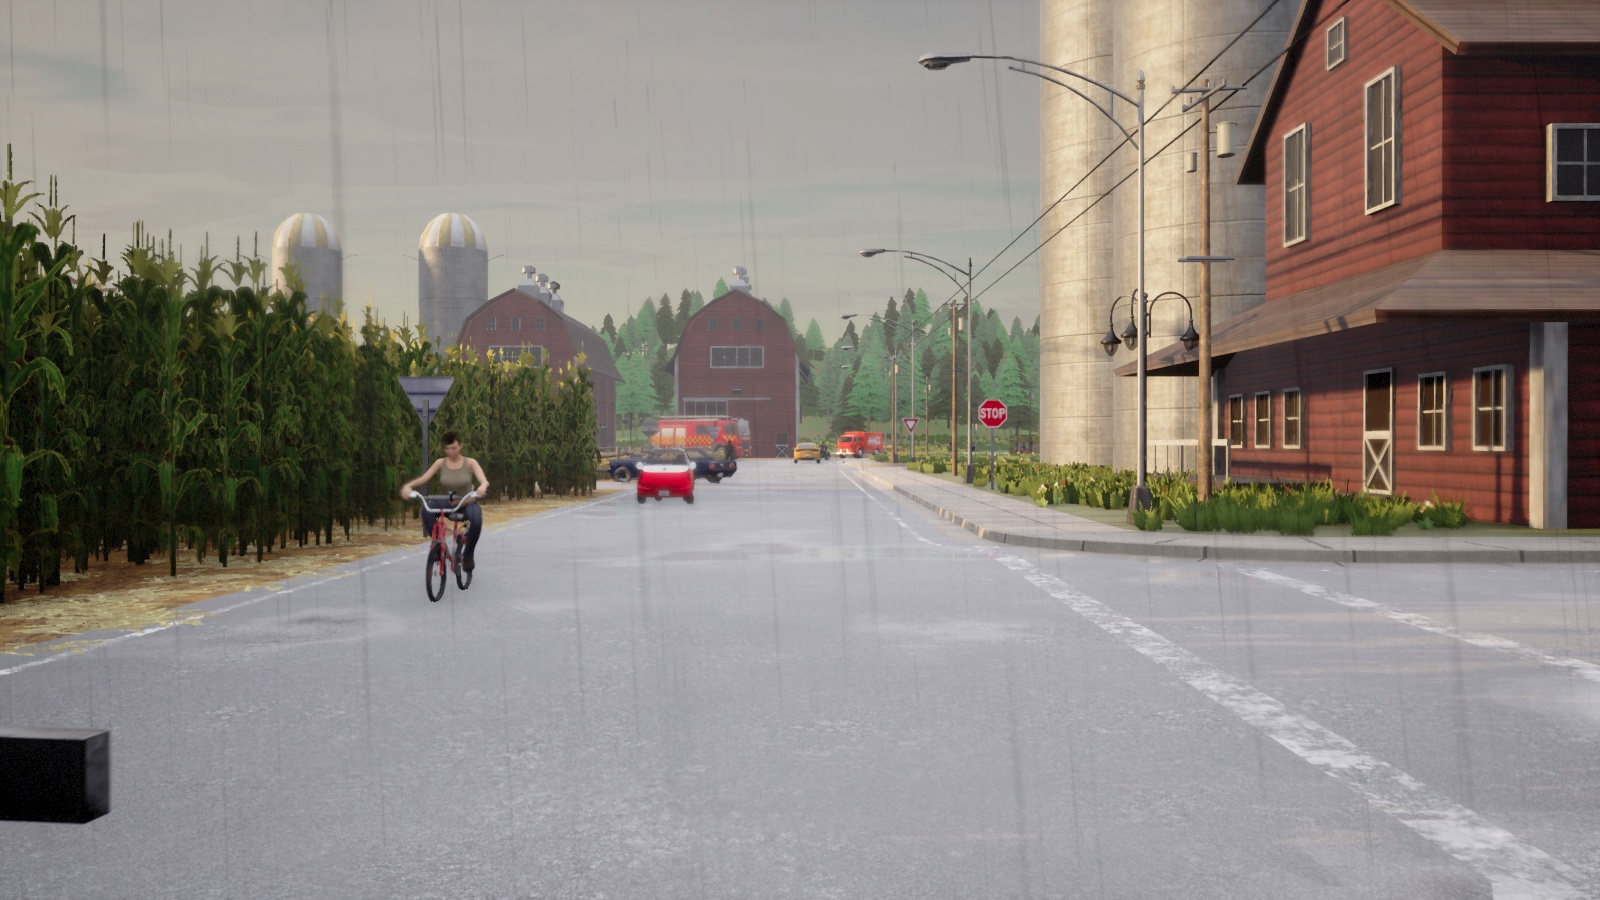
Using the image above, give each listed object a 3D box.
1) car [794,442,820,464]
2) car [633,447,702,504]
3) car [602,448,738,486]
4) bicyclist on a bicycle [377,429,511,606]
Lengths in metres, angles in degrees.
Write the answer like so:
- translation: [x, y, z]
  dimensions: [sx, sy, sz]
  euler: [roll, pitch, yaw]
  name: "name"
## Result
- translation: [0.521, 0.197, 93.483]
  dimensions: [1.882, 1.535, 5.008]
  euler: [0, 0, 0]
  name: "car"
- translation: [-3.307, 0.620, 31.662]
  dimensions: [1.481, 1.376, 2.207]
  euler: [0, 0, 0]
  name: "car"
- translation: [-4.752, 0.586, 45.597]
  dimensions: [4.718, 1.301, 1.895]
  euler: [0, 0, 31]
  name: "car"
- translation: [-3.415, 0.612, 12.191]
  dimensions: [0.866, 1.612, 1.509]
  euler: [0, 0, 0]
  name: "bicyclist on a bicycle"
